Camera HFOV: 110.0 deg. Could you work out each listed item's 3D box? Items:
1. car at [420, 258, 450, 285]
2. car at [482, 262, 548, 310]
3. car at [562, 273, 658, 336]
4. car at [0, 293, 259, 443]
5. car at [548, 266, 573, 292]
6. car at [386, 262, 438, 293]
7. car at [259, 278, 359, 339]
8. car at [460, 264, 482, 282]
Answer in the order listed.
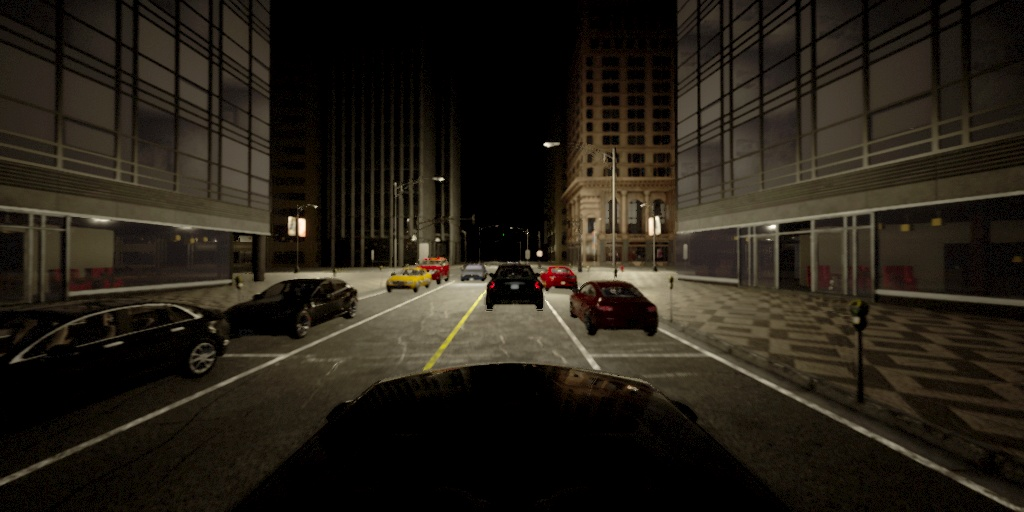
[{"bbox_3d":[-5.859,1.044,26.442,2.192,1.841,5.009,0,0,0],"label":"car"},{"bbox_3d":[0.098,1.084,14.641,2.097,1.767,4.553,0,0,0],"label":"car"},{"bbox_3d":[2.668,1.318,10.062,1.802,1.307,4.207,0,0,0],"label":"car"},{"bbox_3d":[-5.857,1.295,4.606,2.007,1.370,4.403,0,0,0],"label":"car"},{"bbox_3d":[2.667,1.274,20.980,1.888,1.381,4.507,0,0,0],"label":"car"},{"bbox_3d":[-5.858,1.255,20.812,1.751,1.417,4.829,0,0,0],"label":"car"},{"bbox_3d":[-5.857,1.302,10.065,1.948,1.339,4.313,0,0,0],"label":"car"},{"bbox_3d":[-3.002,1.346,29.285,2.033,1.411,5.357,0,0,0],"label":"car"}]
